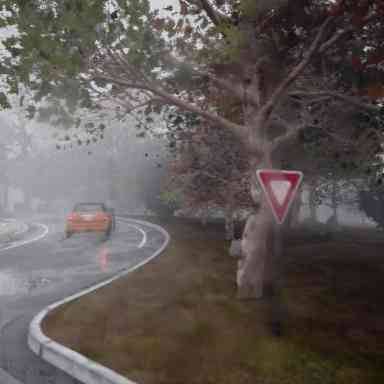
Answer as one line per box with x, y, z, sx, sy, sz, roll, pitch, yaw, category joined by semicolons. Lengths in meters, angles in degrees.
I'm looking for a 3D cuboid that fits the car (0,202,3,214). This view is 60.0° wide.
-19.281;1.169;29.440;4.553;1.767;2.097;0;0;9;car

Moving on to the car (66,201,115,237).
-5.292;1.276;17.738;2.097;1.767;4.553;0;0;-11;car
